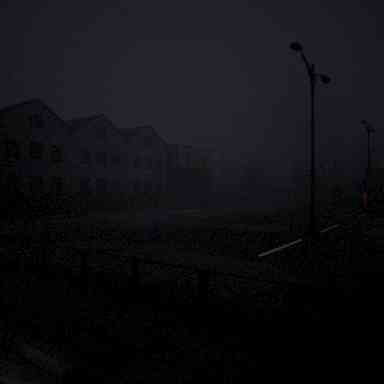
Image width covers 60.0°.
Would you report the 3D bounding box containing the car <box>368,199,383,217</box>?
[{"bbox_3d":[15.481,1.297,26.779,2.007,1.523,4.514,0,0,35],"label":"car"}]
